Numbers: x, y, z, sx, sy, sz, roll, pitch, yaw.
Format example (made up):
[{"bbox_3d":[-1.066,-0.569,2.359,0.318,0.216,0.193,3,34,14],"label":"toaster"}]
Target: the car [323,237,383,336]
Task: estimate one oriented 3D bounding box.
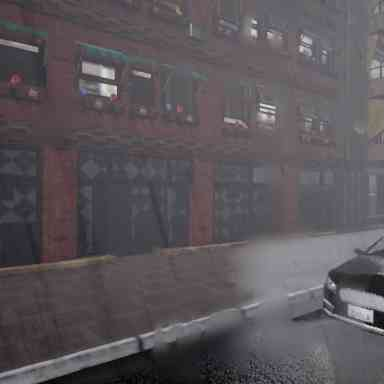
[{"bbox_3d":[4.430,1.493,6.235,4.902,1.511,2.128,0,0,-36],"label":"car"}]
